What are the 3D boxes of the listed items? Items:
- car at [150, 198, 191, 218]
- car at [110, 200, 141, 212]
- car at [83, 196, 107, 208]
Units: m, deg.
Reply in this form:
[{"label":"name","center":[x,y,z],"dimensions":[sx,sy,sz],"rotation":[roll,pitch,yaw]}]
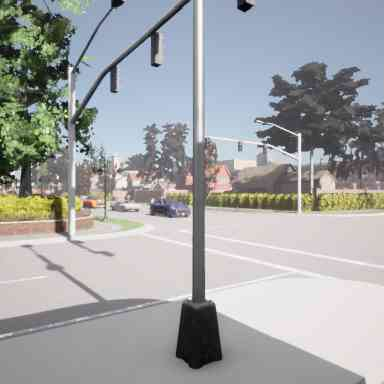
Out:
[{"label":"car","center":[-2.077,1.351,30.787],"dimensions":[2.097,1.767,4.553],"rotation":[0,0,-36]},{"label":"car","center":[-7.820,1.600,38.724],"dimensions":[1.895,1.301,4.718],"rotation":[0,0,-36]},{"label":"car","center":[-13.709,1.351,46.865],"dimensions":[2.097,1.767,4.553],"rotation":[0,0,-36]}]
